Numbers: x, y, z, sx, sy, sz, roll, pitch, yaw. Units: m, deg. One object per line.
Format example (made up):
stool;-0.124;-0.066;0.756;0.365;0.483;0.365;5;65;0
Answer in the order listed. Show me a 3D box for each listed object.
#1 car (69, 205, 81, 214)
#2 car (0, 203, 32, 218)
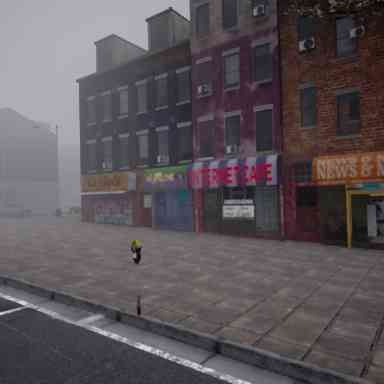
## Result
car;-10.757;1.608;36.514;2.033;1.411;5.357;-2;-1;35
car;-16.208;1.630;28.922;1.994;1.385;4.181;-2;-1;36
